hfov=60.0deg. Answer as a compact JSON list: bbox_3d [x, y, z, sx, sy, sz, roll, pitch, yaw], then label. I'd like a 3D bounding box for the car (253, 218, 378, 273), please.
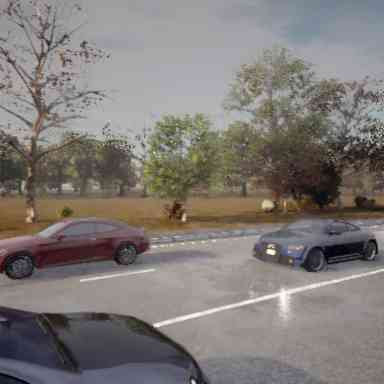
[{"bbox_3d":[3.960,1.529,10.560,4.181,1.385,1.994,0,0,-32],"label":"car"}]

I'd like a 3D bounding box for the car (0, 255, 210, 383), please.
[{"bbox_3d":[-1.851,1.555,2.306,4.181,1.385,1.994,0,0,-35],"label":"car"}]

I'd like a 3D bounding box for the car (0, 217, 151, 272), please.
[{"bbox_3d":[-3.506,1.491,9.913,4.674,1.442,1.812,0,0,-34],"label":"car"}]
